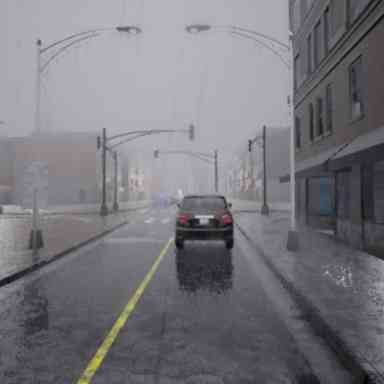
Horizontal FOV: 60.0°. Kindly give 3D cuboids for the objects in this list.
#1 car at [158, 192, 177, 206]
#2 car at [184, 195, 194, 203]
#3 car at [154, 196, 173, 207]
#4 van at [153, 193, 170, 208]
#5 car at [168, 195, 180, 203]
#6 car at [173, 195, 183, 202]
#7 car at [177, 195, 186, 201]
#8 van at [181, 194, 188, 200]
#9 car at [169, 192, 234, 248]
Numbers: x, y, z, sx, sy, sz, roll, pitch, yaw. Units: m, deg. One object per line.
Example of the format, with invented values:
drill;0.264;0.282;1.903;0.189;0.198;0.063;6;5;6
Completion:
car;-3.612;1.029;50.090;2.192;1.841;5.009;2;0;2
car;-0.544;1.286;63.508;1.837;1.490;4.892;0;0;2
car;-3.789;1.245;45.107;2.008;1.369;4.403;2;0;2
van;-3.896;1.022;41.789;1.690;1.788;3.998;2;0;2
car;-3.259;1.311;60.663;1.887;1.381;4.507;2;0;2
car;-2.900;1.415;71.238;1.802;1.307;4.206;1;0;2
car;-2.540;1.459;81.812;1.887;1.381;4.507;1;0;2
van;-2.176;1.351;92.388;1.690;1.788;3.998;1;-1;2
car;0.524;1.016;13.847;2.150;2.045;5.566;0;1;2
